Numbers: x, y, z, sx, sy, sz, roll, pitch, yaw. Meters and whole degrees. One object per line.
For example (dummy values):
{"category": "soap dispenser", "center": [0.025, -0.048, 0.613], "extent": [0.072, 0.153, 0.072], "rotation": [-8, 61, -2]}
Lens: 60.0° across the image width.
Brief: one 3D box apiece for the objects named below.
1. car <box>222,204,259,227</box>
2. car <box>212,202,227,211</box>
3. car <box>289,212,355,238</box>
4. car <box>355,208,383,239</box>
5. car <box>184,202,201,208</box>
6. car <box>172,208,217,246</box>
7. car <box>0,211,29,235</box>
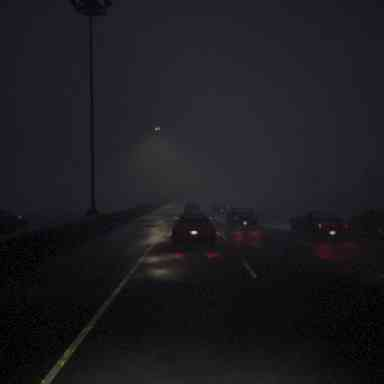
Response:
{"category": "car", "center": [3.577, 1.818, 24.627], "extent": [1.895, 1.301, 4.718], "rotation": [0, 0, 0]}
{"category": "car", "center": [3.560, 1.878, 41.986], "extent": [1.895, 1.301, 4.718], "rotation": [0, 0, 0]}
{"category": "car", "center": [7.081, 1.774, 18.983], "extent": [1.895, 1.301, 4.718], "rotation": [0, 0, 0]}
{"category": "car", "center": [10.583, 1.646, 18.447], "extent": [1.882, 1.535, 5.008], "rotation": [0, 0, 0]}
{"category": "car", "center": [0.065, 1.796, 36.912], "extent": [1.812, 1.442, 4.674], "rotation": [0, 0, 0]}
{"category": "car", "center": [0.085, 1.713, 16.133], "extent": [1.994, 1.385, 4.181], "rotation": [0, -1, 0]}
{"category": "car", "center": [-10.516, 1.714, 17.278], "extent": [2.033, 1.411, 5.357], "rotation": [0, -1, 0]}
